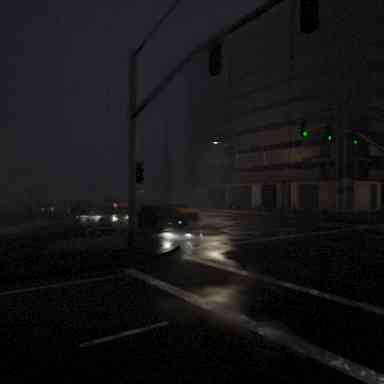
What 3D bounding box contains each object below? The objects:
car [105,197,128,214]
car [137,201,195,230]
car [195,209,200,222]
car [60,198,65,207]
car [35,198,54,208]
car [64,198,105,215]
[{"bbox_3d":[-8.472,1.421,36.774,2.097,1.767,4.553,0,0,-35],"label":"car"},{"bbox_3d":[-2.124,1.571,21.790,1.837,1.490,4.892,0,0,-36],"label":"car"},{"bbox_3d":[-1.354,1.548,26.749,1.882,1.535,5.008,0,0,-35],"label":"car"},{"bbox_3d":[-19.242,1.618,52.078,2.033,1.411,5.357,0,0,-35],"label":"car"},{"bbox_3d":[-22.602,1.627,50.780,2.033,1.411,5.357,0,0,-35],"label":"car"},{"bbox_3d":[-11.247,1.614,34.631,2.033,1.411,5.357,0,0,-35],"label":"car"}]
